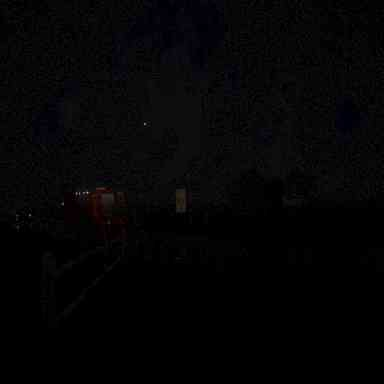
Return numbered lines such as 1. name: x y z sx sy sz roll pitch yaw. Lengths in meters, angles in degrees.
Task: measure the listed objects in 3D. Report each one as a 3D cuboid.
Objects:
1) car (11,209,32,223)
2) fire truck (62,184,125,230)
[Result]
1. car: -23.813 3.234 46.322 2.097 1.767 4.553 -2 -1 -36
2. fire truck: -9.255 1.364 30.585 2.891 3.827 8.468 -2 -1 -36
